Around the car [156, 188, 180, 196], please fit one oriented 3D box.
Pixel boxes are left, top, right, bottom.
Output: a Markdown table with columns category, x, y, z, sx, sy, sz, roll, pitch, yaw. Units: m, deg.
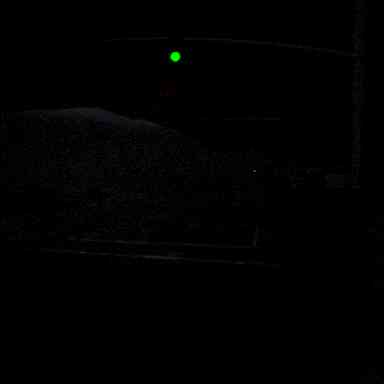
| category | x | y | z | sx | sy | sz | roll | pitch | yaw |
| --- | --- | --- | --- | --- | --- | --- | --- | --- | --- |
| car | -4.794 | -0.057 | 66.674 | 4.514 | 1.523 | 2.007 | 1 | 1 | 11 |

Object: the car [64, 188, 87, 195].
| category | x | y | z | sx | sy | sz | roll | pitch | yaw |
| --- | --- | --- | --- | --- | --- | --- | --- | --- | --- |
| car | -23.628 | -0.140 | 67.498 | 3.806 | 1.475 | 1.970 | 1 | 1 | 11 |

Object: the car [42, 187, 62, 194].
| category | x | y | z | sx | sy | sz | roll | pitch | yaw |
| --- | --- | --- | --- | --- | --- | --- | --- | --- | --- |
| car | -30.295 | -0.282 | 71.912 | 3.633 | 1.501 | 1.845 | 1 | 1 | 11 |

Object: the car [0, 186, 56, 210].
| category | x | y | z | sx | sy | sz | roll | pitch | yaw |
| --- | --- | --- | --- | --- | --- | --- | --- | --- | --- |
| car | -13.502 | 0.458 | 26.896 | 3.866 | 1.878 | 1.905 | 1 | 1 | 11 |

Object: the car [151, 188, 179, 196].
| category | x | y | z | sx | sy | sz | roll | pitch | yaw |
| --- | --- | --- | --- | --- | --- | --- | --- | --- | --- |
| car | -5.376 | -0.006 | 63.591 | 5.027 | 1.636 | 2.152 | 1 | 1 | 11 |

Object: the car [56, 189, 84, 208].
| category | x | y | z | sx | sy | sz | roll | pitch | yaw |
| --- | --- | --- | --- | --- | --- | --- | --- | --- | --- |
| car | -12.234 | 0.684 | 30.035 | 3.806 | 1.475 | 1.970 | 1 | 1 | 11 |

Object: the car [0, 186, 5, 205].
| category | x | y | z | sx | sy | sz | roll | pitch | yaw |
| --- | --- | --- | --- | --- | --- | --- | --- | --- | --- |
| car | -20.545 | 0.337 | 31.701 | 4.605 | 1.855 | 1.932 | 1 | 1 | 11 |

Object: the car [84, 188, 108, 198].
| category | x | y | z | sx | sy | sz | roll | pitch | yaw |
| --- | --- | --- | --- | --- | --- | --- | --- | --- | --- |
| car | -15.281 | 0.135 | 53.537 | 3.633 | 1.501 | 1.845 | 1 | 1 | 11 |
